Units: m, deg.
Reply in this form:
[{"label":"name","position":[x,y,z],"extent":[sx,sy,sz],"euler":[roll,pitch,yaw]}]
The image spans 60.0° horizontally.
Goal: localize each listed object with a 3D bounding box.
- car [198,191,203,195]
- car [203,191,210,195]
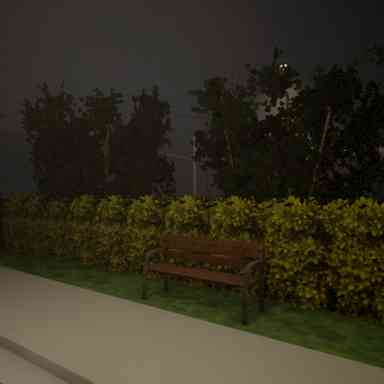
[{"label":"car","position":[2.448,0.567,71.413],"extent":[2.097,1.767,4.553],"euler":[0,1,35]},{"label":"car","position":[5.122,0.440,69.129],"extent":[2.150,2.045,5.566],"euler":[0,1,35]}]
